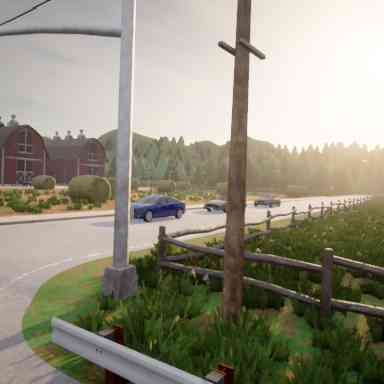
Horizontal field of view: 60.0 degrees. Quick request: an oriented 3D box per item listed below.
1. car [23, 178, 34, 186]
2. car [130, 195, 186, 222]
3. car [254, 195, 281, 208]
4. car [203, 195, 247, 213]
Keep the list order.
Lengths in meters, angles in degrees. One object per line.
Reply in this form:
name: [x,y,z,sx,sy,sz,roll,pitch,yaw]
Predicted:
car: [-38.871,-2.314,79.364,1.905,1.878,3.866,8,2,-13]
car: [-2.352,0.946,21.185,1.882,1.535,5.008,3,2,33]
car: [8.612,1.000,37.796,1.994,1.385,4.181,3,2,33]
car: [3.092,1.000,29.444,2.033,1.411,5.357,3,2,33]
